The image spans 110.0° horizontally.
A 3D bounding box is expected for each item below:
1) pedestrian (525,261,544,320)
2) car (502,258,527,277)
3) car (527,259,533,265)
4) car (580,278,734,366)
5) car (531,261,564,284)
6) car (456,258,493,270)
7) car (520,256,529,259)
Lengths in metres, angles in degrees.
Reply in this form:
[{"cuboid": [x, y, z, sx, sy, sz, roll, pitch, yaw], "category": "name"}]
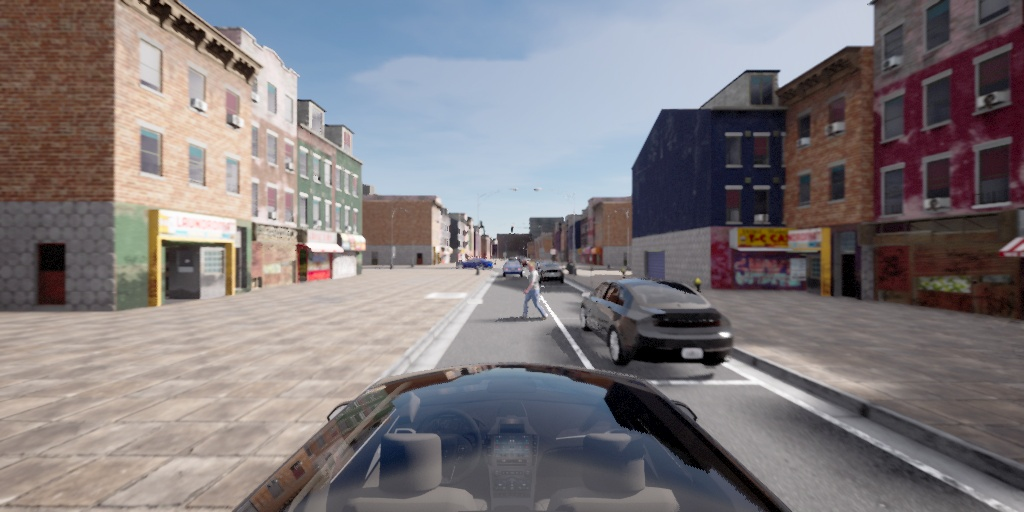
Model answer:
[{"cuboid": [0.676, 0.996, 10.837, 0.375, 1.860, 0.375, 0, 0, 0], "category": "pedestrian"}, {"cuboid": [0.076, 1.152, 32.912, 2.033, 1.411, 5.357, 0, 0, 0], "category": "car"}, {"cuboid": [2.632, 1.161, 31.295, 2.007, 1.370, 4.403, 0, 0, 0], "category": "car"}, {"cuboid": [2.749, 1.223, 7.888, 1.837, 1.490, 4.892, 0, 0, 0], "category": "car"}, {"cuboid": [2.633, 1.199, 25.620, 1.948, 1.339, 4.313, 0, 0, 0], "category": "car"}, {"cuboid": [-5.037, 1.016, 47.820, 5.008, 1.535, 1.882, 1, -1, 20], "category": "car"}, {"cuboid": [2.626, 1.067, 60.325, 1.888, 1.381, 4.507, 0, 0, 0], "category": "car"}]
